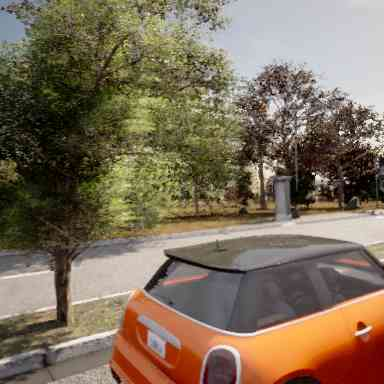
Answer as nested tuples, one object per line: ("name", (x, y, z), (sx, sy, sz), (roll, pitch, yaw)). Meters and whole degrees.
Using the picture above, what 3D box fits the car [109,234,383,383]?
("car", (1.416, 1.327, 4.144), (4.553, 1.767, 2.097), (-1, 0, -35))
